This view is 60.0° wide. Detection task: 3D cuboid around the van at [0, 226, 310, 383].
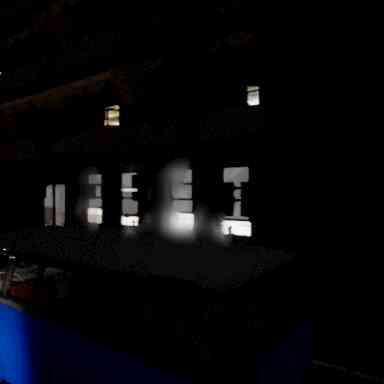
[{"bbox_3d":[-0.841,1.336,3.471,3.998,1.788,1.690,0,0,35],"label":"van"}]
